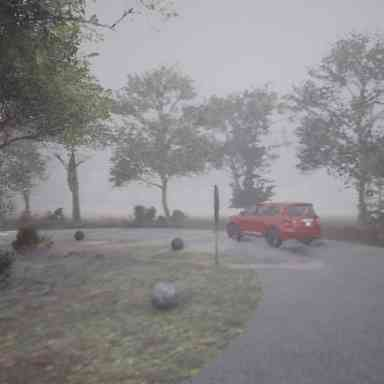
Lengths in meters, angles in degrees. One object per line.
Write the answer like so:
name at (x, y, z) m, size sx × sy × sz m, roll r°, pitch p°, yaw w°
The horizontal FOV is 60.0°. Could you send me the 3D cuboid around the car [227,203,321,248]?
car at (3.939, 1.562, 16.946) m, size 2.150 × 2.045 × 5.566 m, roll 0°, pitch -2°, yaw -25°
